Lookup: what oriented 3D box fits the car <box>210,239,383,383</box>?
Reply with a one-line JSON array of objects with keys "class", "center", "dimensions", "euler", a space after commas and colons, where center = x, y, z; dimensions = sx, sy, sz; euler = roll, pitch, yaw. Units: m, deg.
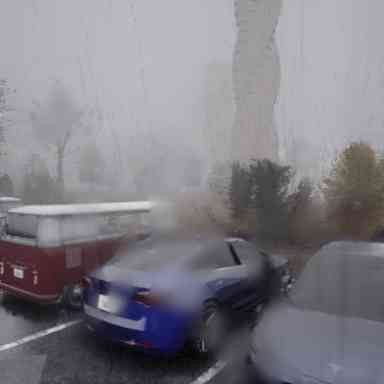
[{"class": "car", "center": [2.470, 1.509, 4.575], "dimensions": [2.163, 1.488, 4.792], "euler": [0, 0, 36]}]

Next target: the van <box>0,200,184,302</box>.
[{"class": "van", "center": [-1.925, 1.236, 7.892], "dimensions": [1.878, 1.987, 4.442], "euler": [0, 0, 36]}]

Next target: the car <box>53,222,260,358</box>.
[{"class": "car", "center": [0.264, 1.500, 6.222], "dimensions": [2.163, 1.488, 4.792], "euler": [0, 0, 36]}]

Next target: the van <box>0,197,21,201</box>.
[{"class": "van", "center": [-8.791, 1.182, 12.506], "dimensions": [1.878, 1.987, 4.442], "euler": [1, 0, 36]}]
